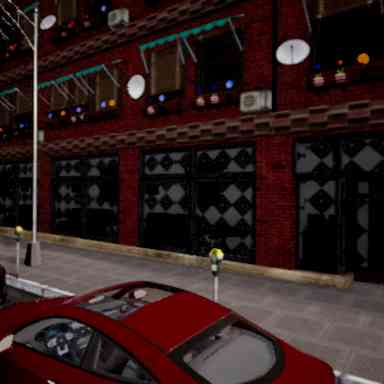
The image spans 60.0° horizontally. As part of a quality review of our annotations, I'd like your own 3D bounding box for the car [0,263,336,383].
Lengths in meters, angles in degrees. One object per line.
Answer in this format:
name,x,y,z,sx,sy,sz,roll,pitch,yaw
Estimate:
car,-0.756,1.582,3.249,4.206,1.307,1.802,0,1,36
